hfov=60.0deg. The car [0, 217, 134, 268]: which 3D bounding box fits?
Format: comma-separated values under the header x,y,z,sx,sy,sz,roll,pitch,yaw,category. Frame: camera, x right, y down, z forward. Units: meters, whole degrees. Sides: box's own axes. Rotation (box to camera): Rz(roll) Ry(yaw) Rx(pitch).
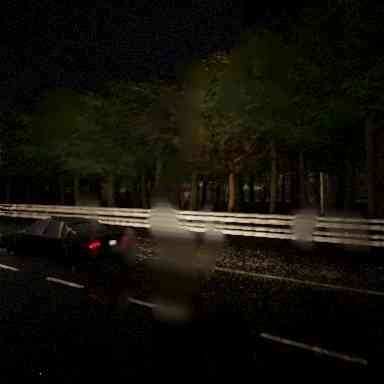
x,y,z,sx,sy,sz,roll,pitch,yaw,category
-4.391,1.554,11.314,5.357,1.411,2.033,0,0,35,car
